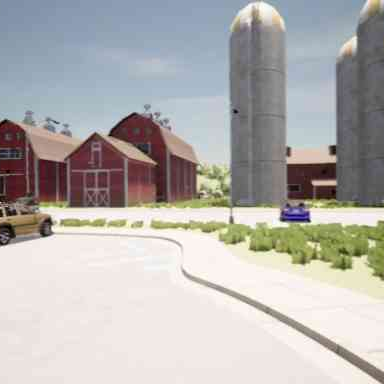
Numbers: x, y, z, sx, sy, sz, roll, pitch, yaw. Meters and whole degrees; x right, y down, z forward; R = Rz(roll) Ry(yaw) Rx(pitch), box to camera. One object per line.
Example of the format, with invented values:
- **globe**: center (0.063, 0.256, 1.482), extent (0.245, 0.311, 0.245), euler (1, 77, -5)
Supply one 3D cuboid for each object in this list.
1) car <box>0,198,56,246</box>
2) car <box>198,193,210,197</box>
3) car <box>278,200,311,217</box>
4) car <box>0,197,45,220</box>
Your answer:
- **car**: center (-8.627, 1.394, 15.794), extent (1.932, 1.855, 4.605), euler (0, 0, 12)
- **car**: center (3.265, 1.164, 91.094), extent (3.866, 1.878, 1.905), euler (2, -7, -30)
- **car**: center (7.874, 1.436, 25.787), extent (2.242, 1.667, 4.611), euler (0, 0, 12)
- **car**: center (-15.787, 1.469, 30.901), extent (1.905, 1.878, 3.866), euler (0, 0, 12)
